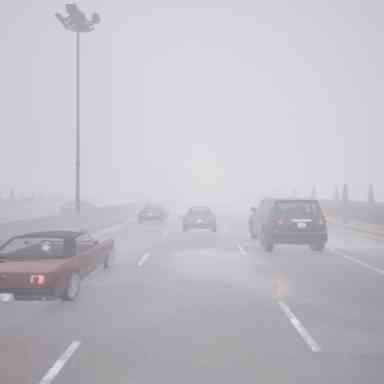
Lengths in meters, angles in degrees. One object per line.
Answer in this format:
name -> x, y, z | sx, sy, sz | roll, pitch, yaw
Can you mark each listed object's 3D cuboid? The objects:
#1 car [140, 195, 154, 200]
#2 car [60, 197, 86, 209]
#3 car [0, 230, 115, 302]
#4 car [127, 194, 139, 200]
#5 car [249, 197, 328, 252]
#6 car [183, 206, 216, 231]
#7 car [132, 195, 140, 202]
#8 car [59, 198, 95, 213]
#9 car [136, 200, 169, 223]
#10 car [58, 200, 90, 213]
car -> -8.968, 1.553, 69.882 | 2.033, 1.411, 5.357 | 0, 0, 1
car -> -16.600, 1.519, 46.500 | 1.812, 1.442, 4.674 | 0, 0, 2
car -> -3.302, 1.600, 8.198 | 1.895, 1.301, 4.718 | 0, 0, 1
car -> -15.542, 1.295, 87.881 | 2.033, 1.411, 5.357 | 0, 0, 1
car -> 3.815, 1.225, 14.065 | 2.150, 2.045, 5.566 | 0, 0, 1
car -> 0.464, 1.566, 20.521 | 1.994, 1.385, 4.181 | 0, 0, 1
car -> -12.248, 1.548, 79.176 | 1.812, 1.442, 4.674 | 0, 0, 1
car -> -10.023, 1.501, 29.547 | 1.837, 1.490, 4.892 | 0, 0, 1
car -> -2.914, 1.564, 25.795 | 1.994, 1.385, 4.181 | 0, 0, 1
car -> -13.322, 1.596, 37.872 | 1.895, 1.301, 4.718 | 0, 0, 1
